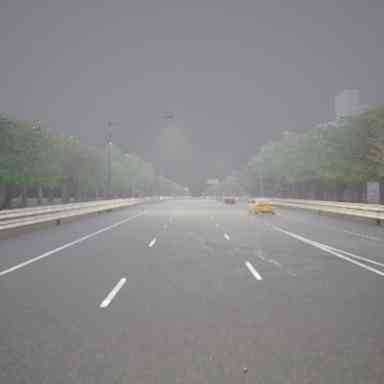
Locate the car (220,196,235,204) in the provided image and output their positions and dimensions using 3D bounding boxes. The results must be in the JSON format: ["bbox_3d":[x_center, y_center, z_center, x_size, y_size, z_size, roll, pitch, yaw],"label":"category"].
[{"bbox_3d":[7.083,1.594,64.048,1.882,1.535,5.008,0,0,0],"label":"car"}]

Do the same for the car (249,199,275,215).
[{"bbox_3d":[7.010,1.489,33.884,1.882,1.535,5.008,0,0,0],"label":"car"}]

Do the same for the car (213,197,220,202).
[{"bbox_3d":[7.193,1.863,84.513,2.033,1.411,5.357,0,-1,0],"label":"car"}]
